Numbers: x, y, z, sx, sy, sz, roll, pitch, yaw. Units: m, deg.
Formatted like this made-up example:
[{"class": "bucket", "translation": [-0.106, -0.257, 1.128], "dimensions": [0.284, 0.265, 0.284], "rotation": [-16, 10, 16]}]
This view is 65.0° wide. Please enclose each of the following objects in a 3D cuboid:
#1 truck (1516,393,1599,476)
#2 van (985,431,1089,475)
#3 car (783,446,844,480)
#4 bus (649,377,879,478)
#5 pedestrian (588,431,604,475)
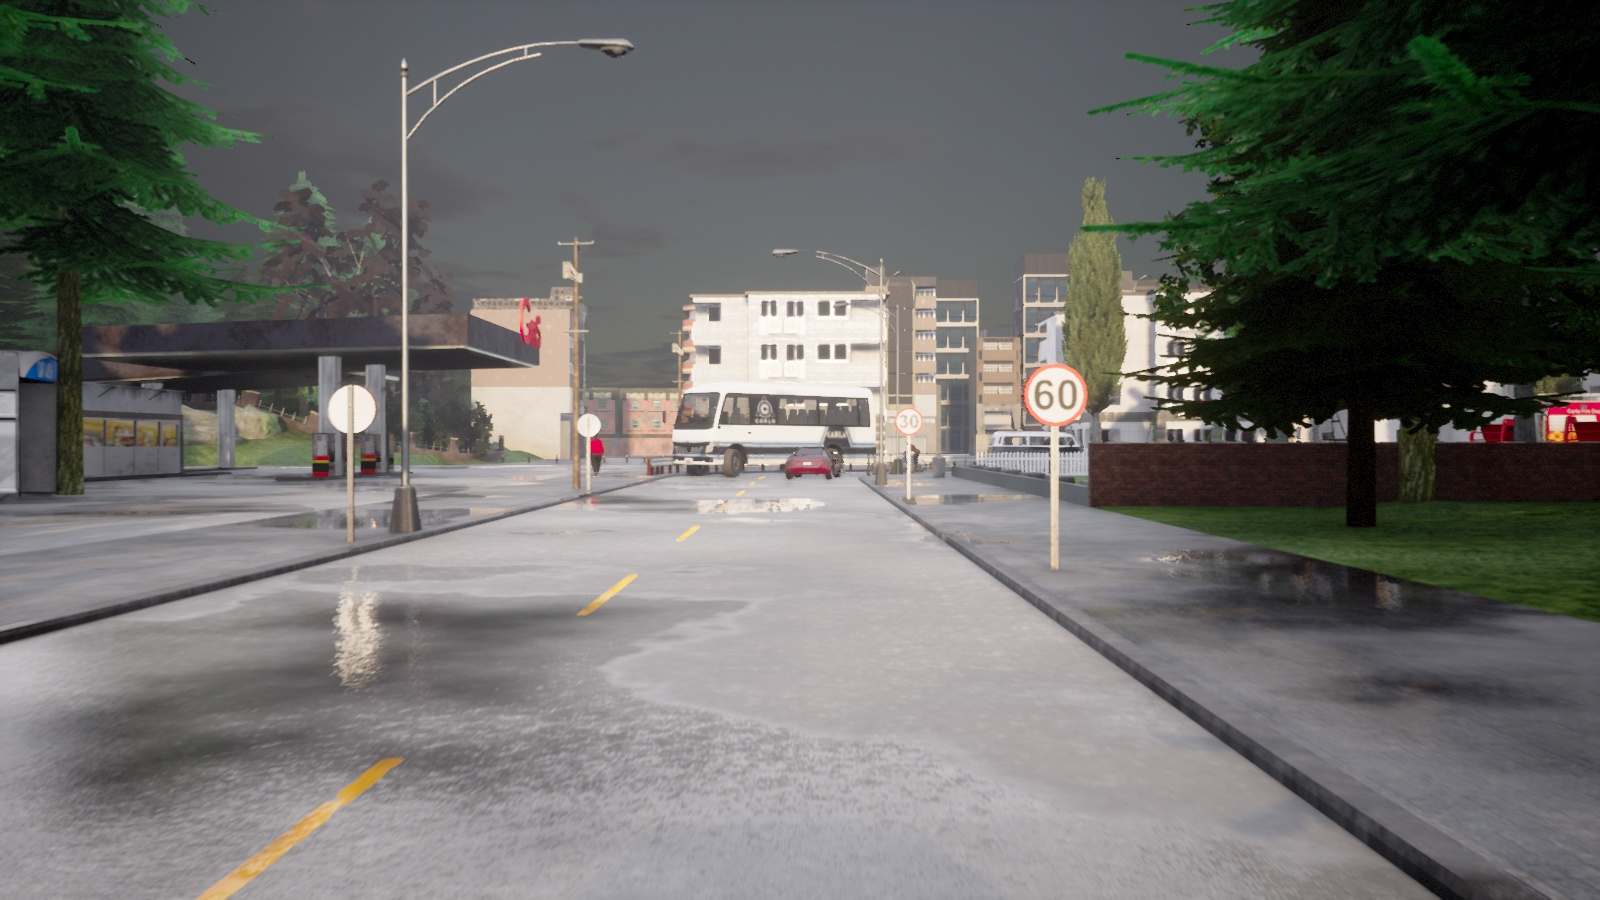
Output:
[{"class": "truck", "translation": [38.971, -0.722, 59.423], "dimensions": [8.468, 3.827, 2.891], "rotation": [0, 0, 0]}, {"class": "van", "translation": [11.213, 0.143, 59.571], "dimensions": [4.480, 2.038, 2.069], "rotation": [0, 0, -3]}, {"class": "car", "translation": [0.623, 0.513, 53.033], "dimensions": [1.994, 1.385, 4.181], "rotation": [0, 0, 9]}, {"class": "bus", "translation": [-1.505, -0.964, 57.905], "dimensions": [10.273, 4.253, 3.944], "rotation": [0, 1, -40]}, {"class": "pedestrian", "translation": [-8.619, 0.140, 53.043], "dimensions": [0.634, 1.844, 0.899], "rotation": [0, 0, -8]}]
